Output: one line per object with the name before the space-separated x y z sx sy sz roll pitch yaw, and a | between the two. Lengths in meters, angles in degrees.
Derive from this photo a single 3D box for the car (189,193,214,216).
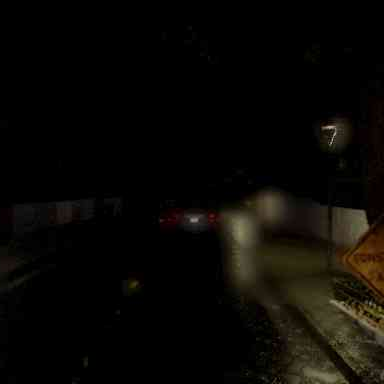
car | 1.030 1.120 32.805 2.150 2.045 5.566 0 0 6

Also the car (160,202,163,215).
car | -1.862 1.382 33.202 1.882 1.535 5.008 0 0 6

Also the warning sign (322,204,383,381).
warning sign | 2.495 1.096 4.123 1.300 1.860 1.060 -1 -1 0

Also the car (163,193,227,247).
car | 0.117 1.163 14.951 2.150 2.045 5.566 0 0 0

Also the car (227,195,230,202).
car | 7.127 1.451 73.286 2.128 1.511 4.902 0 0 19
